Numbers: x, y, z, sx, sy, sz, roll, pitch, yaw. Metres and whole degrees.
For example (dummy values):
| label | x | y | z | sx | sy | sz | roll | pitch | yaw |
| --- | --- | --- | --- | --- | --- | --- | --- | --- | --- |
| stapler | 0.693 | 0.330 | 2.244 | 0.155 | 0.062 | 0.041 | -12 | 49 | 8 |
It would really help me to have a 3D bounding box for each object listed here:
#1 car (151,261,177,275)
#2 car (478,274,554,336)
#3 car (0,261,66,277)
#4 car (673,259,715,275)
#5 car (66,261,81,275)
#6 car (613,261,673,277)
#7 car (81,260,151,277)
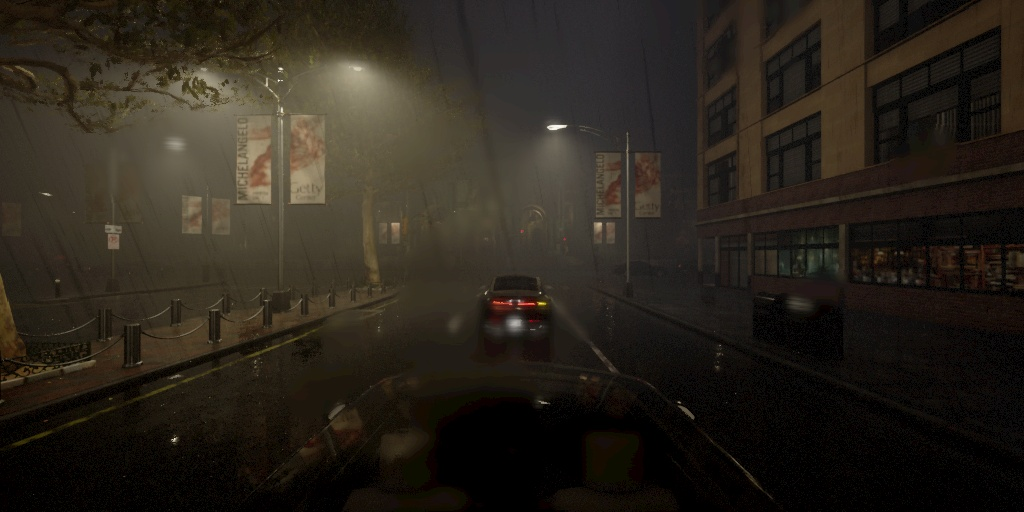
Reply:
| label | x | y | z | sx | sy | sz | roll | pitch | yaw |
| --- | --- | --- | --- | --- | --- | --- | --- | --- | --- |
| car | -38.903 | 1.228 | 38.383 | 5.008 | 1.535 | 1.882 | 0 | 0 | 0 |
| car | 0.122 | 1.255 | 10.365 | 1.837 | 1.490 | 4.892 | 0 | 0 | 1 |
| car | -47.267 | 1.255 | 34.907 | 4.892 | 1.490 | 1.837 | 0 | 0 | -1 |
| car | 19.353 | 1.102 | 37.706 | 4.553 | 1.767 | 2.097 | 0 | 0 | 1 |
| car | -48.153 | 1.241 | 38.414 | 4.902 | 1.511 | 2.128 | 0 | 0 | 0 |
| car | 12.219 | 1.228 | 34.292 | 5.008 | 1.535 | 1.882 | 0 | 0 | 0 |
| car | -38.407 | 1.314 | 34.877 | 4.181 | 1.385 | 1.994 | 0 | 0 | 0 |
